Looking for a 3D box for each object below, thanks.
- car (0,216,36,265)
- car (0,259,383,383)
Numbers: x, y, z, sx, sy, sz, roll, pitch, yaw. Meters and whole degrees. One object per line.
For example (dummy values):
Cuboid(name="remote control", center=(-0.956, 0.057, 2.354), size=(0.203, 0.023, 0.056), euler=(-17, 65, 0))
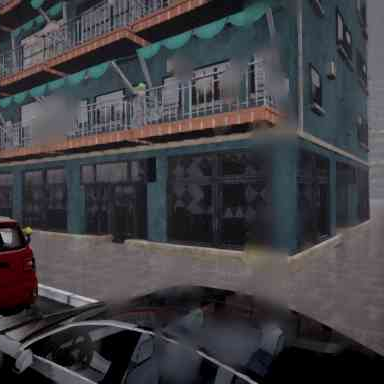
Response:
Cuboid(name="car", center=(-4.907, 1.317, 6.227), size=(5.009, 1.841, 2.192), euler=(0, -1, 35))
Cuboid(name="car", center=(-0.296, 1.566, 2.942), size=(4.313, 1.339, 1.947), euler=(0, -1, 35))
